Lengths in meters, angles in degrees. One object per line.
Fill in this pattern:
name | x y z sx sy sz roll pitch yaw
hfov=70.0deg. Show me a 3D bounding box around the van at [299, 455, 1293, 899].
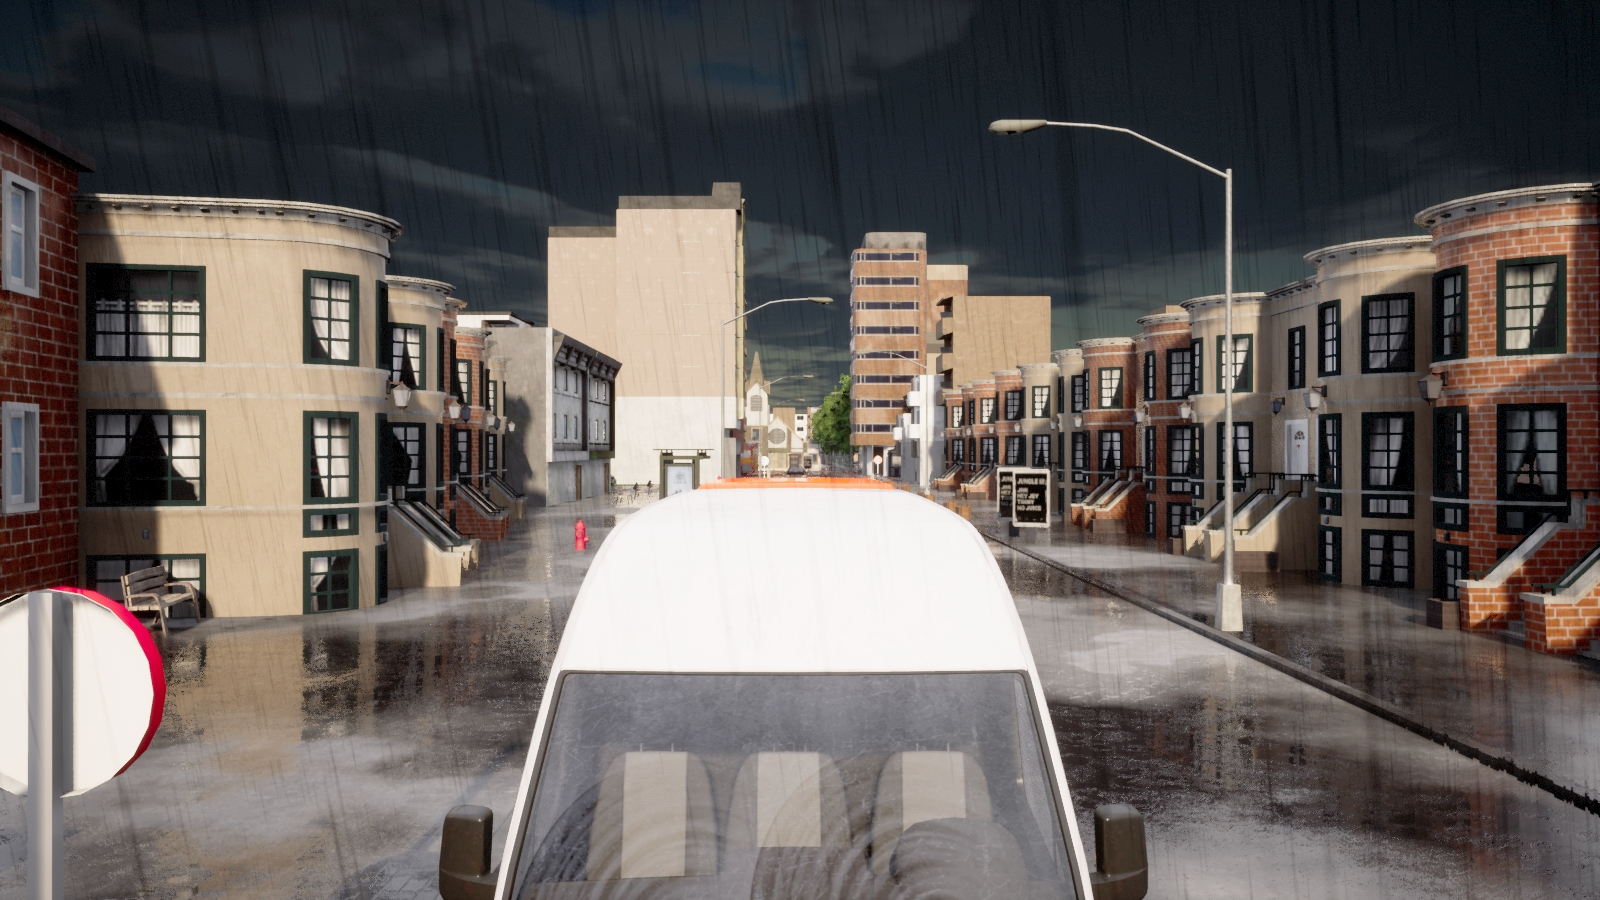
van | -0.019 1.314 5.243 1.988 2.561 5.915 0 0 0
